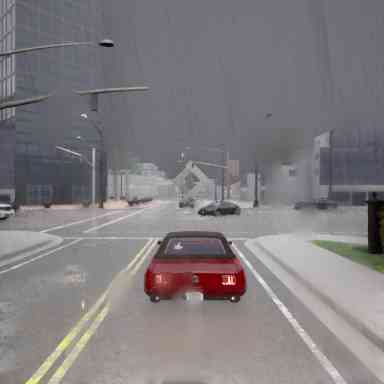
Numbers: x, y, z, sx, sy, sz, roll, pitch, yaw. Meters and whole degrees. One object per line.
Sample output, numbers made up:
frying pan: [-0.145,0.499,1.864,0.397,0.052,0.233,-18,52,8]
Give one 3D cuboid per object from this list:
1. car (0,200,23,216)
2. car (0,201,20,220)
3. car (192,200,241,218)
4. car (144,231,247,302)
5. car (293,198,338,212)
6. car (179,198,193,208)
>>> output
car: [-20.112,1.656,33.757,4.892,1.490,1.837,-1,0,0]
car: [-17.346,1.339,26.585,5.566,2.045,2.150,-1,0,0]
car: [2.488,1.569,30.245,4.181,1.385,1.994,0,0,-39]
car: [0.068,1.601,8.189,1.895,1.301,4.718,0,0,0]
car: [13.937,1.478,37.545,4.902,1.511,2.128,0,0,0]
car: [-0.594,1.546,47.120,2.033,1.411,5.357,0,0,7]
